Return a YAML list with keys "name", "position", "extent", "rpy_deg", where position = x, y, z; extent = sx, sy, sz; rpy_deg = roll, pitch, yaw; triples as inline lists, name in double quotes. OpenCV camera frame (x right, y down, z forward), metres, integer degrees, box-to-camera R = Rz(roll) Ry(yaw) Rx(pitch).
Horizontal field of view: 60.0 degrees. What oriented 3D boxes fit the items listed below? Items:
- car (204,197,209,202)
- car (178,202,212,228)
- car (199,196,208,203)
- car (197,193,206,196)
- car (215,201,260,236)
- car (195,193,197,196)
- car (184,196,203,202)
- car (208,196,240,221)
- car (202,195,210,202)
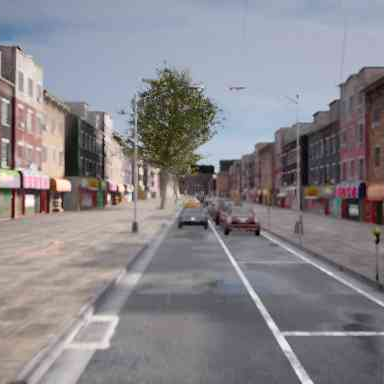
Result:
- name: "car"
  position: [2.601, 1.622, 35.829]
  extent: [1.752, 1.417, 4.829]
  rpy_deg: [1, 0, 0]
- name: "car"
  position: [0.068, 1.637, 22.696]
  extent: [1.994, 1.385, 4.181]
  rpy_deg: [0, 0, 0]
- name: "car"
  position: [2.552, 1.683, 74.447]
  extent: [1.947, 1.339, 4.313]
  rpy_deg: [1, 0, 0]
- name: "car"
  position: [2.569, 1.431, 63.365]
  extent: [2.192, 1.841, 5.009]
  rpy_deg: [1, 0, 0]
- name: "car"
  position: [2.622, 1.505, 19.035]
  extent: [1.967, 1.590, 4.097]
  rpy_deg: [1, 0, 0]
- name: "car"
  position: [2.548, 1.433, 79.988]
  extent: [2.192, 1.841, 5.009]
  rpy_deg: [1, 0, 0]
- name: "car"
  position: [0.047, 1.582, 41.471]
  extent: [1.882, 1.535, 5.008]
  rpy_deg: [0, 0, 0]
- name: "car"
  position: [2.617, 1.392, 24.576]
  extent: [2.192, 1.841, 5.009]
  rpy_deg: [1, 0, 0]
- name: "car"
  position: [2.580, 1.664, 52.283]
  extent: [2.008, 1.369, 4.403]
  rpy_deg: [1, 0, 0]
